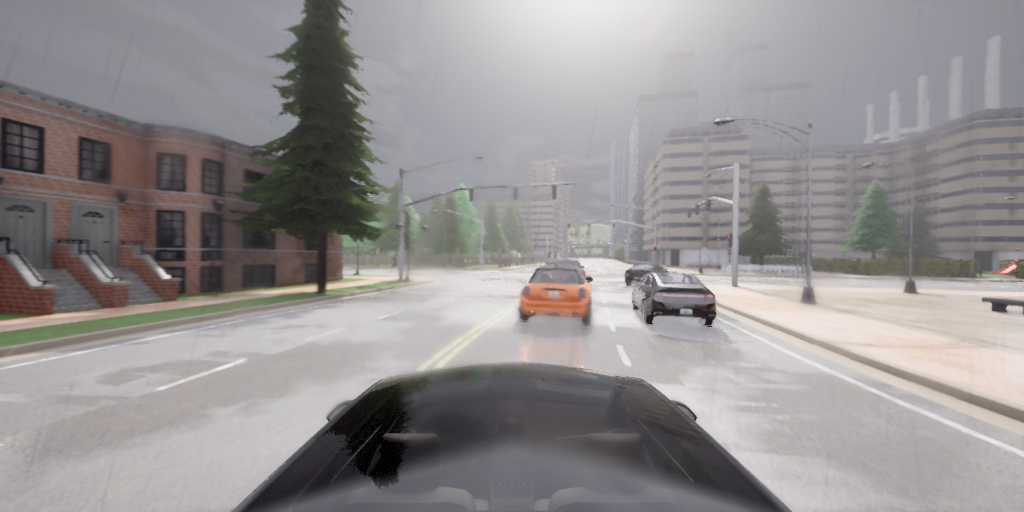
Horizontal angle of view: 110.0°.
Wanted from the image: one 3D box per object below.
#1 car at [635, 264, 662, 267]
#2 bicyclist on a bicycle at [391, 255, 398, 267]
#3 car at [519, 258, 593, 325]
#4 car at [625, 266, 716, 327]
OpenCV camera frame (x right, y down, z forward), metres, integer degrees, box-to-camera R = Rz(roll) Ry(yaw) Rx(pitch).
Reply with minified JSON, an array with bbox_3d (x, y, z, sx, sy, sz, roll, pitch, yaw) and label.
[{"bbox_3d":[9.660,1.270,25.237,1.882,1.535,5.008,-1,0,40],"label":"car"},{"bbox_3d":[-16.134,0.726,49.208,0.582,1.620,1.656,1,0,13],"label":"bicyclist on a bicycle"},{"bbox_3d":[1.618,1.090,12.154,2.097,1.767,4.553,1,0,12],"label":"car"},{"bbox_3d":[5.117,1.269,11.859,2.128,1.511,4.902,1,0,12],"label":"car"}]
